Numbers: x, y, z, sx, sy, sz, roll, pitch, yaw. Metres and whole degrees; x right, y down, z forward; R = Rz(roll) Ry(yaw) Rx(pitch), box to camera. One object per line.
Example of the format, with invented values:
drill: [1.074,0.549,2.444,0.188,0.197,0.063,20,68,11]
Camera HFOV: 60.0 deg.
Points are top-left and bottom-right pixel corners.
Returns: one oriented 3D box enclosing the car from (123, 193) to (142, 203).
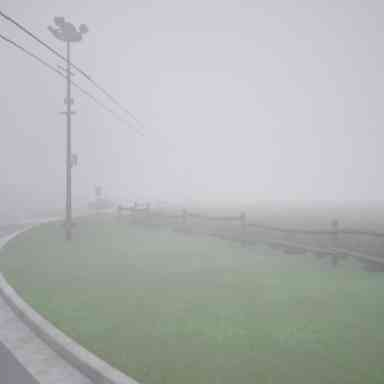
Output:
car: [-11.677,1.485,67.057,1.882,1.535,5.008,0,0,7]

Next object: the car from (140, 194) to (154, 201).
car: [-10.458,1.318,77.406,1.882,1.535,5.008,0,0,7]

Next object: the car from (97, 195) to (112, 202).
car: [-20.806,1.533,79.320,1.812,1.442,4.674,0,0,7]

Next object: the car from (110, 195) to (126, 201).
car: [-17.410,1.381,78.224,2.033,1.411,5.357,0,0,7]

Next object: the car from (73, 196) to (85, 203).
car: [-22.204,1.508,67.178,1.837,1.490,4.892,0,0,7]

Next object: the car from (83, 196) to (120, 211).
car: [-11.096,1.552,41.260,2.033,1.411,5.357,0,0,7]

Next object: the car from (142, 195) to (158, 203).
car: [-8.095,1.571,67.502,1.994,1.385,4.181,0,0,7]

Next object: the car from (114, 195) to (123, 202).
car: [-15.153,1.512,67.467,1.837,1.490,4.892,0,0,7]
